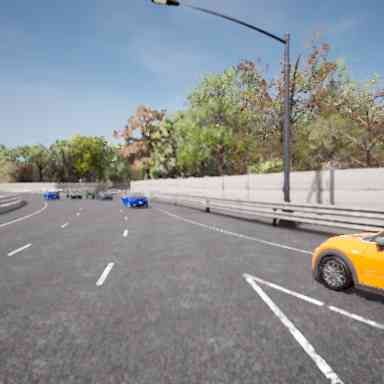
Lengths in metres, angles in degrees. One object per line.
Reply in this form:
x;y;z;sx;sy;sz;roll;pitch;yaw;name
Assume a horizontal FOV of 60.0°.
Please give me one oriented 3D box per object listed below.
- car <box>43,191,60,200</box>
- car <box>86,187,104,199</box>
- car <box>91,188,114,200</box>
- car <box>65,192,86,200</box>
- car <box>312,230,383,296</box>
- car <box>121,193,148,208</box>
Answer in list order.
-22.908;0.512;54.143;1.882;1.535;5.008;-1;1;-34;car
-16.654;0.165;57.448;2.150;2.045;5.566;-1;1;-34;car
-13.903;0.575;52.587;2.033;1.411;5.357;-1;1;-29;car
-19.952;0.586;56.018;1.895;1.301;4.718;-1;1;-34;car
4.541;1.208;6.216;2.097;1.767;4.553;-1;1;-29;car
-6.242;0.826;35.650;1.882;1.535;5.008;0;1;-25;car
